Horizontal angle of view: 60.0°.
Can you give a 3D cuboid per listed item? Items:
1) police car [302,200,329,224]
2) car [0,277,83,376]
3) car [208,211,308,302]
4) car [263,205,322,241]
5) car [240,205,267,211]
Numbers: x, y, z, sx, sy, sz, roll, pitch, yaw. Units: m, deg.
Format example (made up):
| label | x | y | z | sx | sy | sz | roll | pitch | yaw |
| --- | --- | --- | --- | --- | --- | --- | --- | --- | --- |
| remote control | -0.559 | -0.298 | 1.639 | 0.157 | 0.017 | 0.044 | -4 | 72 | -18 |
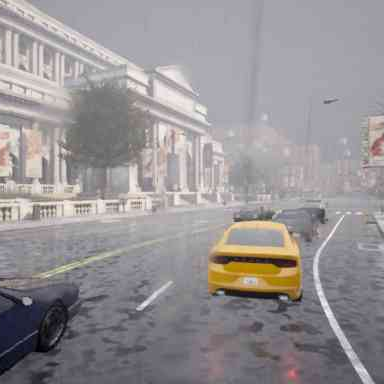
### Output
| label | x | y | z | sx | sy | sz | roll | pitch | yaw |
| --- | --- | --- | --- | --- | --- | --- | --- | --- | --- |
| police car | 9.193 | 1.423 | 25.118 | 1.930 | 1.638 | 5.238 | 0 | 0 | 27 |
| car | -3.077 | 1.547 | 3.201 | 2.033 | 1.411 | 5.357 | 0 | 0 | 8 |
| car | 1.709 | 1.477 | 8.472 | 1.882 | 1.535 | 5.008 | 0 | 0 | 15 |
| car | 5.179 | 1.563 | 16.767 | 1.994 | 1.385 | 4.181 | 0 | 0 | 26 |
| car | 4.531 | 1.599 | 23.420 | 1.895 | 1.301 | 4.718 | 0 | 0 | 27 |
